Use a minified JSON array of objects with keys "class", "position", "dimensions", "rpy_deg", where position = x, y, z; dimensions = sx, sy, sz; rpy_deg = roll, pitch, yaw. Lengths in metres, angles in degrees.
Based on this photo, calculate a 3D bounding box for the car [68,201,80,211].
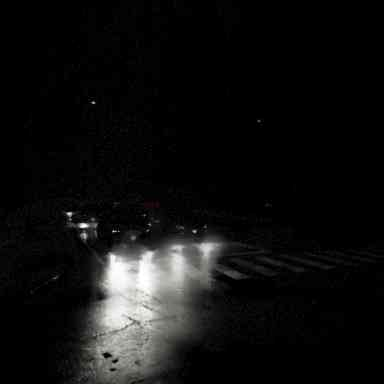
[{"class":"car","position":[-16.900,2.023,48.177],"dimensions":[1.812,1.442,4.674],"rpy_deg":[1,-1,-23]}]

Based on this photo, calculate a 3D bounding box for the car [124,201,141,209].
[{"class":"car","position":[-10.276,2.240,57.569],"dimensions":[1.895,1.301,4.718],"rpy_deg":[1,-1,-23]}]

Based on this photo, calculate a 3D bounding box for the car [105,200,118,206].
[{"class":"car","position":[-11.470,2.006,43.516],"dimensions":[2.033,1.411,5.357],"rpy_deg":[1,-1,-22]}]

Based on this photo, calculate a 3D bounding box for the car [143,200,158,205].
[{"class":"car","position":[-6.403,1.895,48.482],"dimensions":[2.097,1.767,4.553],"rpy_deg":[1,-1,-22]}]

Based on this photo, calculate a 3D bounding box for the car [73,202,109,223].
[{"class":"car","position":[-8.954,1.830,29.079],"dimensions":[2.033,1.411,5.357],"rpy_deg":[1,-1,-23]}]

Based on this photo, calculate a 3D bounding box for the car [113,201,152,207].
[{"class":"car","position":[-5.184,1.795,28.502],"dimensions":[1.837,1.490,4.892],"rpy_deg":[1,-1,-23]}]

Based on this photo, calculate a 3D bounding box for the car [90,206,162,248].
[{"class":"car","position":[-3.298,1.618,15.656],"dimensions":[2.128,1.511,4.902],"rpy_deg":[1,-1,-23]}]

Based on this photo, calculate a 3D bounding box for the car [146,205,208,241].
[{"class":"car","position":[-0.815,1.674,18.120],"dimensions":[1.837,1.490,4.892],"rpy_deg":[1,-1,-23]}]

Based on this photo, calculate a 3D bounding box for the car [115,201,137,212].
[{"class":"car","position":[-9.416,2.062,47.298],"dimensions":[2.033,1.411,5.357],"rpy_deg":[1,-1,-22]}]

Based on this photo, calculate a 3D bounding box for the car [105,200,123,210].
[{"class":"car","position":[-13.259,2.102,56.281],"dimensions":[2.128,1.511,4.902],"rpy_deg":[1,-1,-23]}]
